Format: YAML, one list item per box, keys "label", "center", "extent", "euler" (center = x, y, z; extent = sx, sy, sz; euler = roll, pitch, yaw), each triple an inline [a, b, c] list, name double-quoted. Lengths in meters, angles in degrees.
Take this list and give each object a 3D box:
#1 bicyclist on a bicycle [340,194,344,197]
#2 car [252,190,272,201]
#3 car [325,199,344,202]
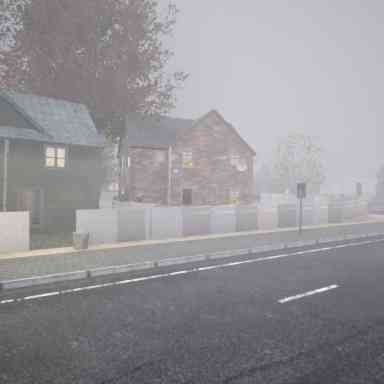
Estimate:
- label: "bicyclist on a bicycle"
  center: [19.457, 1.035, 43.118]
  extent: [1.656, 1.620, 0.582]
  euler: [1, 0, -20]
- label: "car"
  center: [10.637, 0.682, 50.285]
  extent: [2.150, 2.045, 5.566]
  euler: [1, 0, -20]
- label: "car"
  center: [15.592, 1.178, 36.547]
  extent: [2.128, 1.511, 4.902]
  euler: [1, 0, -20]
